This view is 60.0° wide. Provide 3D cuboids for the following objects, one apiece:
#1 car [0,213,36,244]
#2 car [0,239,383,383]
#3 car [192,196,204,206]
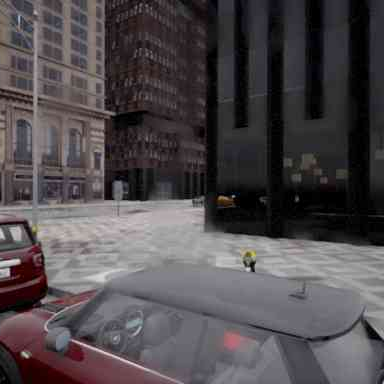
[{"bbox_3d":[-4.821,1.313,6.396,5.009,1.841,2.192,0,0,35],"label":"car"},{"bbox_3d":[-0.259,1.440,3.144,4.097,1.590,1.967,0,0,35],"label":"car"},{"bbox_3d":[1.930,1.369,52.075,2.128,1.511,4.902,0,0,36],"label":"car"}]
